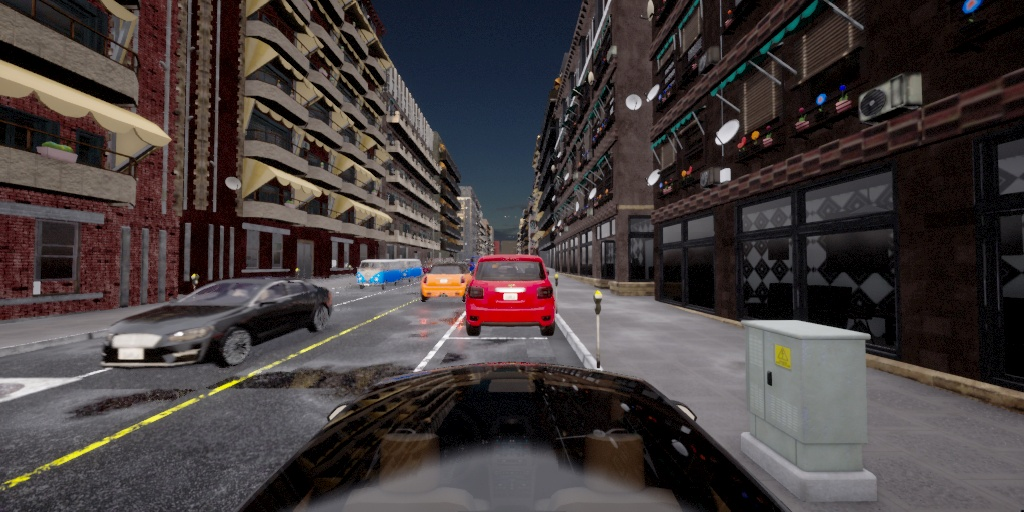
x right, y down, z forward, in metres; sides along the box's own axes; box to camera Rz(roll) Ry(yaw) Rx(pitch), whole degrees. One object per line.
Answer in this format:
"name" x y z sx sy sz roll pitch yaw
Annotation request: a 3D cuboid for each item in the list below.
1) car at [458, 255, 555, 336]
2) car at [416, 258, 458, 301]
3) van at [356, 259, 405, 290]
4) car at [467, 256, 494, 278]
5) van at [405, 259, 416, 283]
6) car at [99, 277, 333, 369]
"car" -0.036 0.983 10.532 2.150 2.045 5.566 0 0 0
"car" -2.915 1.113 17.445 2.097 1.767 4.553 0 0 0
"van" -8.327 1.108 22.604 1.690 1.789 3.998 0 0 0
"car" -3.009 1.013 35.420 2.150 2.045 5.566 0 0 0
"van" -8.326 1.118 28.135 1.690 1.789 3.998 0 0 0
"car" -5.869 1.245 7.976 2.128 1.511 4.902 0 0 0
